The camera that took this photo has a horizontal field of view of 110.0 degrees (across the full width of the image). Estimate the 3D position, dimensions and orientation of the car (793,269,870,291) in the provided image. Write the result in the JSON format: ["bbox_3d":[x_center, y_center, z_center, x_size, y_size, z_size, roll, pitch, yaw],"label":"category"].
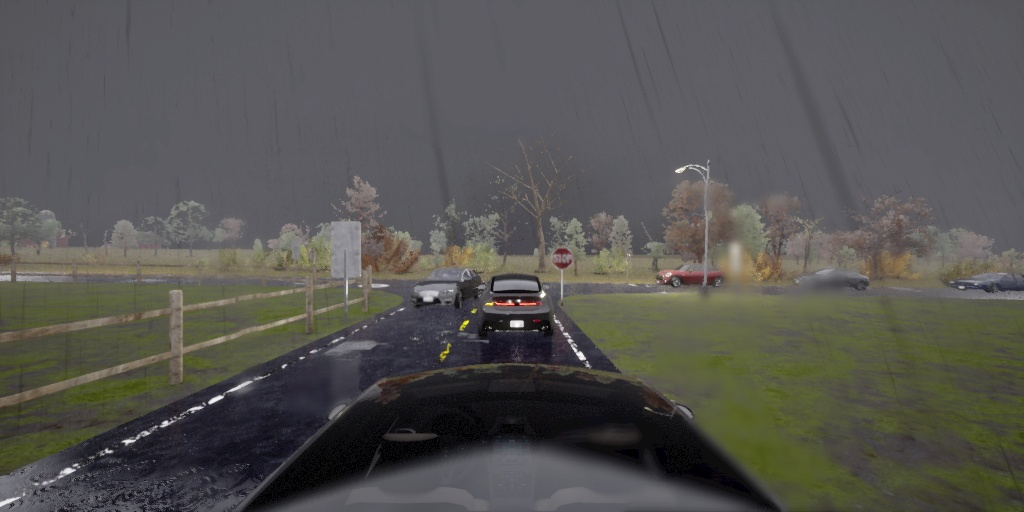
[{"bbox_3d":[23.107,1.688,25.945,4.674,1.442,1.812,1,1,0],"label":"car"}]

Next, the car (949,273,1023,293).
[{"bbox_3d":[35.158,1.921,25.921,5.357,1.411,2.033,1,1,-1],"label":"car"}]

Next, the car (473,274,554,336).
[{"bbox_3d":[0.064,1.252,10.331,1.837,1.490,4.892,0,0,-1],"label":"car"}]

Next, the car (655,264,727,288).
[{"bbox_3d":[12.811,1.330,25.919,4.553,1.767,2.097,1,1,-1],"label":"car"}]

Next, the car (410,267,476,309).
[{"bbox_3d":[-2.572,1.237,14.922,2.128,1.511,4.902,0,0,8],"label":"car"}]
